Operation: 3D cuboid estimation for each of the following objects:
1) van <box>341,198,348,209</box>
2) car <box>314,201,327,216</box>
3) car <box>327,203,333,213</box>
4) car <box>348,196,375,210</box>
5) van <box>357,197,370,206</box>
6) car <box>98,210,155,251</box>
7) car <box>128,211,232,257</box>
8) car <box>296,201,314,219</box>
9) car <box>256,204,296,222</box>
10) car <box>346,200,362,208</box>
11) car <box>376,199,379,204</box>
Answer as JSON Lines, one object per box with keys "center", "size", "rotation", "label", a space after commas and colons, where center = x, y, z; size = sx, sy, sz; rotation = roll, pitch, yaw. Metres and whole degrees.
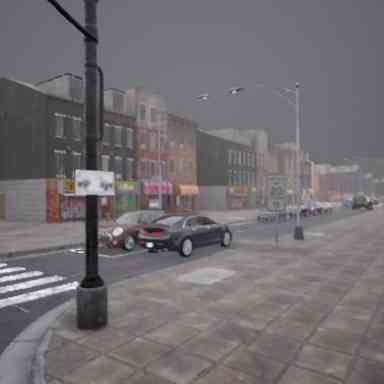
{"center": [25.700, 1.798, 54.703], "size": [1.690, 1.788, 3.998], "rotation": [-1, -1, 35], "label": "van"}
{"center": [13.156, 1.749, 36.952], "size": [1.967, 1.590, 4.097], "rotation": [-1, -1, 35], "label": "car"}
{"center": [16.195, 1.869, 41.249], "size": [1.752, 1.417, 4.829], "rotation": [-1, -1, 35], "label": "car"}
{"center": [25.194, 1.624, 49.238], "size": [2.150, 2.045, 5.566], "rotation": [-1, -1, 35], "label": "car"}
{"center": [35.109, 1.914, 68.014], "size": [1.690, 1.788, 3.998], "rotation": [-1, -1, 35], "label": "van"}
{"center": [-2.526, 1.576, 14.765], "size": [1.967, 1.590, 4.097], "rotation": [-1, -1, 35], "label": "car"}
{"center": [-0.097, 1.621, 13.623], "size": [1.837, 1.490, 4.892], "rotation": [-1, -1, 35], "label": "car"}
{"center": [10.020, 1.818, 32.513], "size": [1.887, 1.381, 4.507], "rotation": [-1, -1, 35], "label": "car"}
{"center": [6.884, 1.789, 28.076], "size": [2.008, 1.369, 4.403], "rotation": [-1, -1, 35], "label": "car"}
{"center": [28.838, 2.061, 59.137], "size": [1.947, 1.339, 4.313], "rotation": [-1, -1, 35], "label": "car"}
{"center": [41.381, 1.969, 76.889], "size": [2.192, 1.841, 5.009], "rotation": [-1, -1, 35], "label": "car"}
